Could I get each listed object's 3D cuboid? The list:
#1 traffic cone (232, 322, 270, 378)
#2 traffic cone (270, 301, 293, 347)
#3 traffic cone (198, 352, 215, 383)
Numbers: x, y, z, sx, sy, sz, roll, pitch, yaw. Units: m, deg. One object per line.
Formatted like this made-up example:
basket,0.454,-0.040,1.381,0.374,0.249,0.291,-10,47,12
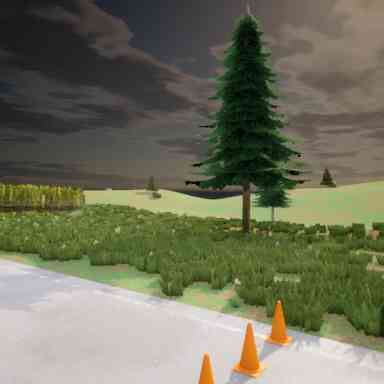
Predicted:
traffic cone,0.735,1.955,4.239,0.340,0.580,0.340,0,0,36
traffic cone,1.320,1.955,5.050,0.340,0.580,0.340,0,0,36
traffic cone,0.150,1.955,3.427,0.340,0.580,0.340,0,0,36
